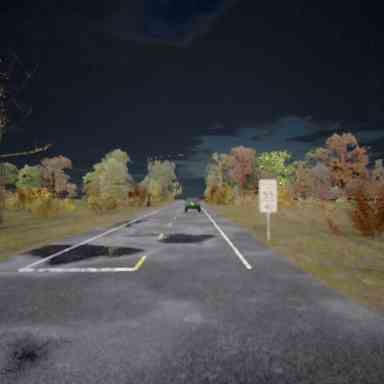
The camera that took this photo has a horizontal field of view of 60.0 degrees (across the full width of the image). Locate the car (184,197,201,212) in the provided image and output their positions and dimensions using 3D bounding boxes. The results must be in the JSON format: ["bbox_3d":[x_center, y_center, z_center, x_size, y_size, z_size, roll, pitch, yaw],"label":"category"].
[{"bbox_3d":[0.089,1.714,45.760,2.150,2.045,5.566,0,-1,0],"label":"car"}]
